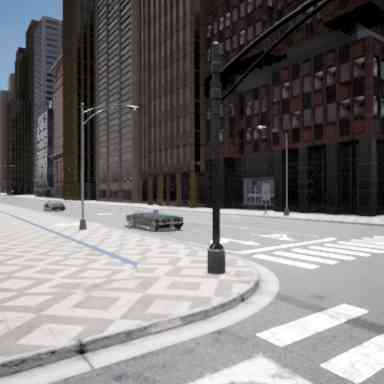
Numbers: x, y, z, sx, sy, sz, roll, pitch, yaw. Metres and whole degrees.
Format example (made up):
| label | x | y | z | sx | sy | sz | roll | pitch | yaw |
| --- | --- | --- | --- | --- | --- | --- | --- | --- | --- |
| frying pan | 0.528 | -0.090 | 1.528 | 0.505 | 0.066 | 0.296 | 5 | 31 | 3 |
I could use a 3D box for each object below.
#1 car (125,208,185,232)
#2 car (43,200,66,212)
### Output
| label | x | y | z | sx | sy | sz | roll | pitch | yaw |
| --- | --- | --- | --- | --- | --- | --- | --- | --- | --- |
| car | -2.425 | 1.698 | 21.053 | 1.895 | 1.301 | 4.718 | 0 | 0 | -35 |
| car | -17.813 | 1.770 | 42.975 | 2.033 | 1.411 | 5.357 | 0 | 0 | -35 |
